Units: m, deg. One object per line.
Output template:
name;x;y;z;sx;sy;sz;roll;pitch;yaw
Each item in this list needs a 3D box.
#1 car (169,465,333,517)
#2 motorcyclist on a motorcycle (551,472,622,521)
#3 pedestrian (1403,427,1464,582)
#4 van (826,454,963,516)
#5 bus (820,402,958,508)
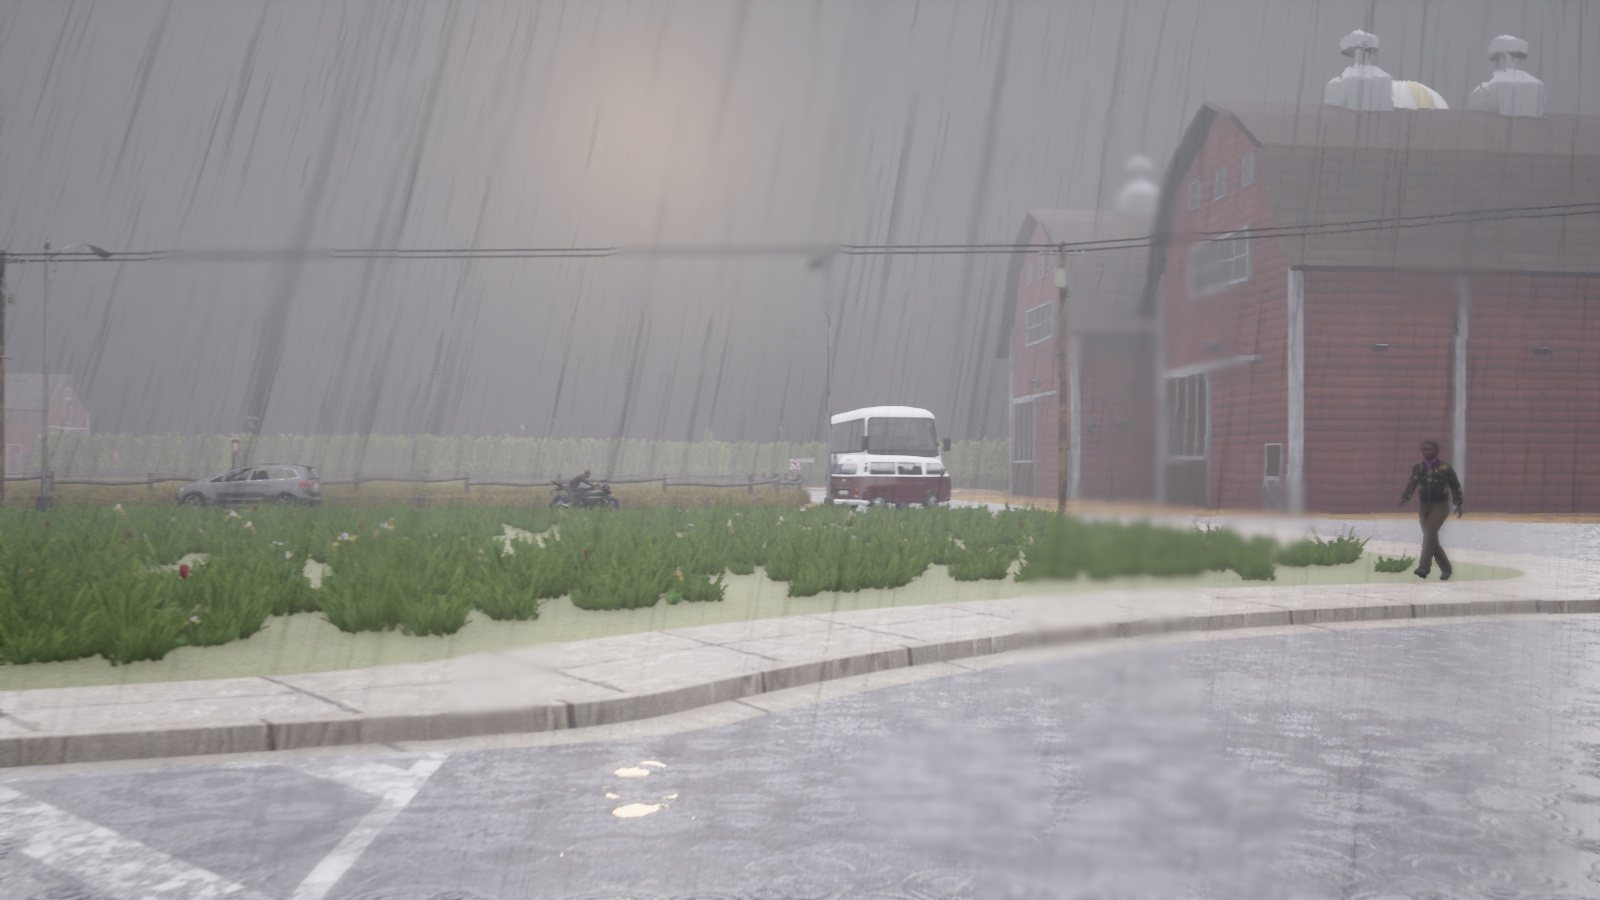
car;-18.485;1.364;42.498;4.611;1.667;2.242;0;-1;-6
motorcyclist on a motorcycle;-6.817;1.477;40.197;2.191;1.530;0.866;0;-1;-6
pedestrian;8.061;0.680;15.987;0.692;1.930;0.395;0;-1;-35
van;3.320;1.174;43.825;4.480;2.038;2.069;0;-1;-37
bus;3.683;0.262;55.625;3.944;4.253;10.273;0;-1;-9
